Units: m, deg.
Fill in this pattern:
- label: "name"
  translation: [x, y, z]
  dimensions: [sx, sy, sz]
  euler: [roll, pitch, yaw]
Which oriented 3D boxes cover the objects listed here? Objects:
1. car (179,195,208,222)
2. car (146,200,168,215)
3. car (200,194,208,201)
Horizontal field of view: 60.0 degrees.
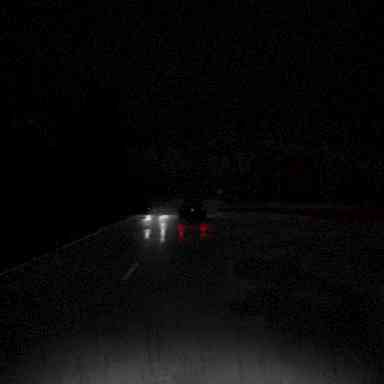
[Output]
- label: "car"
  translation: [0.048, 1.362, 26.692]
  dimensions: [2.097, 1.767, 4.553]
  euler: [0, 0, 0]
- label: "car"
  translation: [-3.521, 1.535, 33.768]
  dimensions: [1.812, 1.442, 4.674]
  euler: [0, 0, 0]
- label: "car"
  translation: [3.085, 1.479, 86.529]
  dimensions: [1.816, 1.474, 4.193]
  euler: [-6, 0, -2]
